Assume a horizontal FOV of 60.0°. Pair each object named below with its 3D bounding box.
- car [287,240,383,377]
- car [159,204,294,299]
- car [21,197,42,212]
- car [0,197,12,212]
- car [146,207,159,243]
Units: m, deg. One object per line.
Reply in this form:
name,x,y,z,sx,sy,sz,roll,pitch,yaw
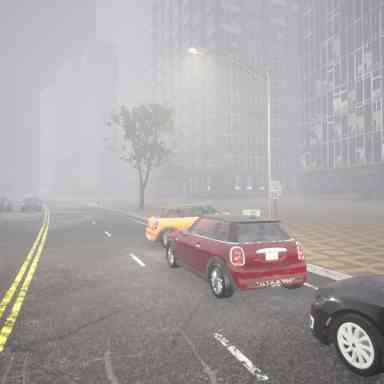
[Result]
car,3.605,1.505,3.415,1.837,1.490,4.892,0,0,-36
car,0.856,1.355,8.879,2.097,1.767,4.553,0,0,-22
car,-18.934,1.393,39.370,2.097,1.767,4.553,0,0,-24
car,-21.900,1.390,38.041,2.097,1.767,4.553,0,0,-24
car,0.323,1.276,14.508,4.553,1.767,2.097,-3,1,-18
